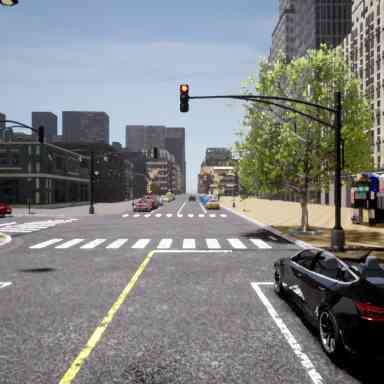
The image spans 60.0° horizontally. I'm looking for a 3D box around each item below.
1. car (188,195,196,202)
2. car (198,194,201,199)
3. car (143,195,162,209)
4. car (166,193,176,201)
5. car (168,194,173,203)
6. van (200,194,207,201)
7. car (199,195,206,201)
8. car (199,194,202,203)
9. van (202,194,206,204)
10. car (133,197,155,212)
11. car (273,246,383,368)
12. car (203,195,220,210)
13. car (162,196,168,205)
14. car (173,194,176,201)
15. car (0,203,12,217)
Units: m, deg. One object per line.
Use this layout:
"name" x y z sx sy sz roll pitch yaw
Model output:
"car" 0.079 1.508 79.979 1.837 1.490 4.892 0 0 0
"car" 2.763 1.572 71.549 1.947 1.339 4.313 0 0 0
"car" -5.643 1.318 43.799 2.192 1.841 5.009 0 0 0
"car" -5.600 1.324 88.207 2.192 1.841 5.009 0 0 0
"car" -5.617 1.532 71.384 1.752 1.417 4.829 0 0 0
"van" 2.776 1.349 82.651 1.690 1.788 3.998 0 0 0
"car" 2.780 1.534 88.371 1.752 1.417 4.829 0 0 0
"car" 2.752 1.556 60.447 2.008 1.369 4.403 0 0 0
"van" 2.743 1.345 49.345 1.690 1.788 3.998 0 0 0
"car" -5.649 1.585 38.248 1.802 1.307 4.206 0 0 0
"car" 2.700 1.566 5.764 1.947 1.339 4.313 0 0 0
"car" 2.737 1.528 43.963 1.752 1.417 4.829 0 0 0
"car" -5.633 1.555 54.901 2.008 1.369 4.403 0 0 0
"car" -5.607 1.559 82.656 2.008 1.369 4.403 0 0 0
"car" -17.242 1.371 27.262 4.507 1.381 1.887 1 -1 -1
